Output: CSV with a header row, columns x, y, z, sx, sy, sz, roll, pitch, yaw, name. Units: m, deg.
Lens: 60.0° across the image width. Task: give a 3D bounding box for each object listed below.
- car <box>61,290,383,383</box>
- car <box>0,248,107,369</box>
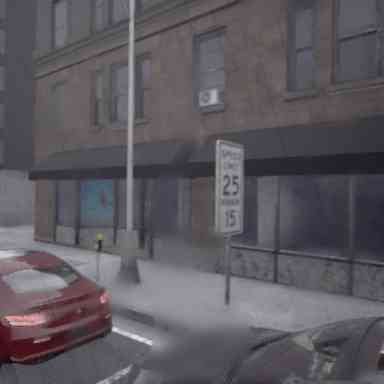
x,y,z,sx,sy,sz,roll,pitch,yaw,name
1.366,1.568,2.056,4.403,1.369,2.008,0,0,37,car
-3.042,1.597,5.393,4.206,1.307,1.802,0,0,37,car
